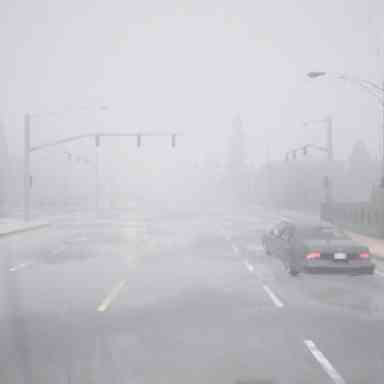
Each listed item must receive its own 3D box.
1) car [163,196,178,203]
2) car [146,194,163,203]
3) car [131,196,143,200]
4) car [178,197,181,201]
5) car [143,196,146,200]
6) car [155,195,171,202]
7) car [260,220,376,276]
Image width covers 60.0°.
[{"bbox_3d":[-5.149,1.763,73.762,1.895,1.301,4.718,0,0,-16],"label":"car"},{"bbox_3d":[-8.166,1.663,71.665,1.837,1.490,4.892,0,0,-16],"label":"car"},{"bbox_3d":[-15.288,1.362,85.701,1.994,1.385,4.181,0,0,-38],"label":"car"},{"bbox_3d":[-4.906,1.798,89.249,1.895,1.301,4.718,0,0,-35],"label":"car"},{"bbox_3d":[-12.422,1.664,87.718,1.882,1.535,5.008,0,0,-38],"label":"car"},{"bbox_3d":[-7.576,1.675,86.952,1.882,1.535,5.008,0,0,-35],"label":"car"},{"bbox_3d":[3.522,1.572,10.388,2.033,1.411,5.357,0,0,0],"label":"car"}]
